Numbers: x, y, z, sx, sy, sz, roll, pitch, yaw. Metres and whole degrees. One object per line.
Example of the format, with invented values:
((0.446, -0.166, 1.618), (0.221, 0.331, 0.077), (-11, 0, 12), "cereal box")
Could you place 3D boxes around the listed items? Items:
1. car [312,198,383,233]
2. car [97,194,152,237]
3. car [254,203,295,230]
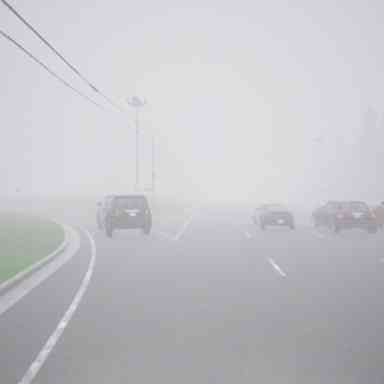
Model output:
((8.284, 1.207, 18.536), (2.097, 1.767, 4.553), (0, 0, 3), "car")
((-3.761, 1.125, 17.895), (2.150, 2.045, 5.566), (0, 0, -22), "car")
((4.863, 1.384, 20.062), (1.812, 1.442, 4.674), (0, 0, 3), "car")
